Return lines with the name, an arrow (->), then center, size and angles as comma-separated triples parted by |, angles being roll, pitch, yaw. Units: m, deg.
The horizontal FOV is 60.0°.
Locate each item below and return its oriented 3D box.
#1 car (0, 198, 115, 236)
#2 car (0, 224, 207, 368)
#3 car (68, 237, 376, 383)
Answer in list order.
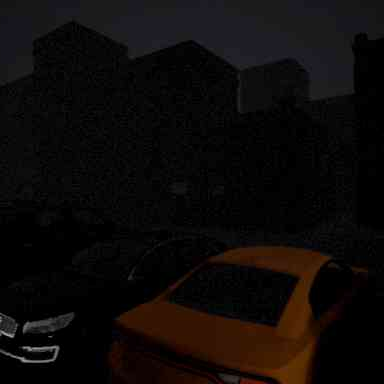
car -> -3.213, 1.238, 7.681 | 2.435, 2.045, 5.566 | 0, 0, 35
car -> -0.964, 1.486, 6.049 | 2.231, 1.521, 4.892 | 0, 0, 35
car -> 1.191, 1.482, 4.498 | 2.097, 1.535, 5.008 | 0, 0, 35
